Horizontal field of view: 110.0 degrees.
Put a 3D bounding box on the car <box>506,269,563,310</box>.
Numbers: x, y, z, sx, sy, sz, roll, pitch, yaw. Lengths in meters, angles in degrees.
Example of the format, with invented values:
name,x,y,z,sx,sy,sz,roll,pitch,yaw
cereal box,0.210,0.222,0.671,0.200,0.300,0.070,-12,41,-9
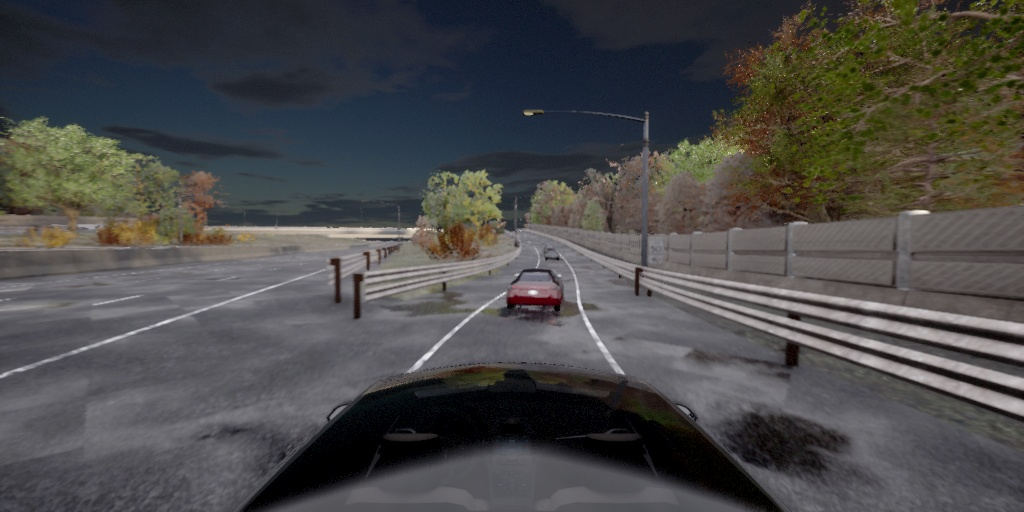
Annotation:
name,x,y,z,sx,sy,sz,roll,pitch,yaw
car,1.000,1.184,14.147,1.994,1.385,4.181,1,1,8

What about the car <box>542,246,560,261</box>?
name,x,y,z,sx,sy,sz,roll,pitch,yaw
car,5.440,-0.162,48.969,1.994,1.385,4.181,0,4,4

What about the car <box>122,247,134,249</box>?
name,x,y,z,sx,sy,sz,roll,pitch,yaw
car,-40.916,-0.220,38.659,2.033,1.411,5.357,0,2,-16

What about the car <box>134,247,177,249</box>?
name,x,y,z,sx,sy,sz,roll,pitch,yaw
car,-37.179,-0.274,38.335,1.882,1.535,5.008,0,2,-16
